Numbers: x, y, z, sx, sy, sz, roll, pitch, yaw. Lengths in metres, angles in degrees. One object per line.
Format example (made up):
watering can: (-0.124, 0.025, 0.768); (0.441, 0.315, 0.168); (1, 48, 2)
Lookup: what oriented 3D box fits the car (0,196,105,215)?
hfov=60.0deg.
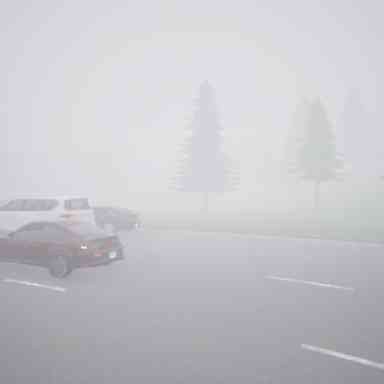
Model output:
car: (-7.093, 1.188, 15.148); (5.566, 2.045, 2.150); (0, 0, 20)

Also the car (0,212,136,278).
car: (-4.195, 1.505, 9.898); (4.674, 1.442, 1.812); (0, 0, 26)

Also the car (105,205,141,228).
car: (-5.145, 1.473, 18.120); (4.892, 1.490, 1.837); (0, 0, 21)
